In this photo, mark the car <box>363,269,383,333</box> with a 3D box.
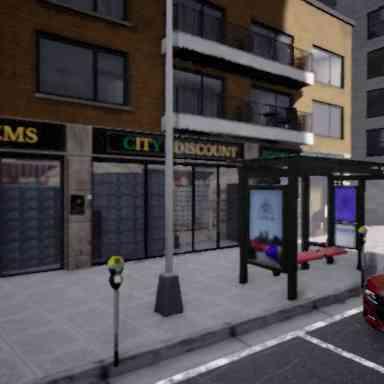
[{"bbox_3d":[4.672,1.483,5.622,4.507,1.381,1.887,0,1,-34],"label":"car"}]
